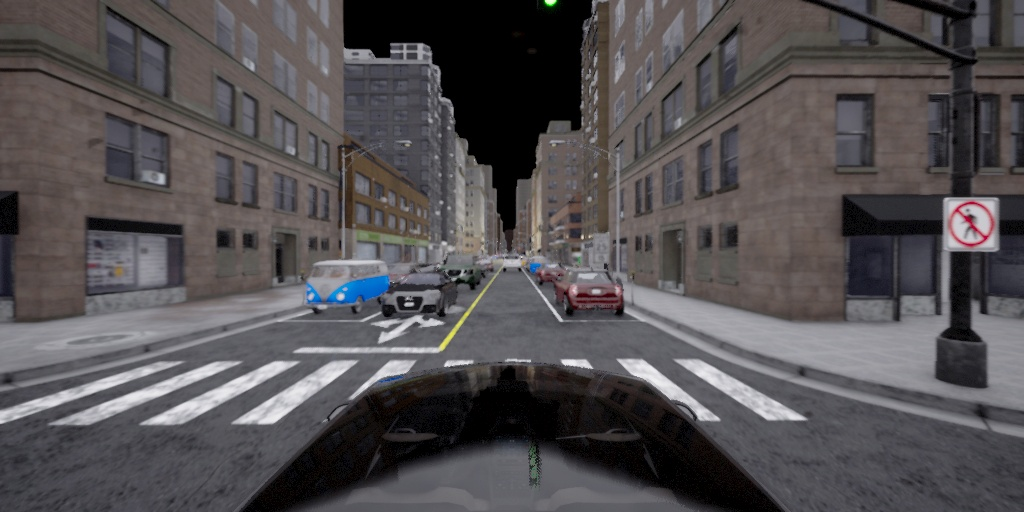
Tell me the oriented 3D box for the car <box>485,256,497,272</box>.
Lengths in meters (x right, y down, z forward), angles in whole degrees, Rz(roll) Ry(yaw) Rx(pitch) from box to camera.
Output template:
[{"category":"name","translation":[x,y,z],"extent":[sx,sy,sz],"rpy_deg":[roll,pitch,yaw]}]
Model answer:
[{"category":"car","translation":[-3.107,1.095,42.059],"extent":[1.812,1.442,4.674],"rpy_deg":[0,0,0]}]

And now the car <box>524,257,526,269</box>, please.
[{"category":"car","translation":[2.612,1.096,41.737],"extent":[1.751,1.417,4.829],"rpy_deg":[0,0,0]}]

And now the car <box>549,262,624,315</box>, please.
[{"category":"car","translation":[2.654,1.139,13.221],"extent":[1.967,1.591,4.097],"rpy_deg":[0,0,0]}]

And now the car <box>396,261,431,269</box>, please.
[{"category":"car","translation":[-5.880,1.116,18.875],"extent":[1.967,1.591,4.097],"rpy_deg":[0,0,0]}]

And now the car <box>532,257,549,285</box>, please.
[{"category":"car","translation":[2.637,1.089,24.560],"extent":[1.967,1.591,4.097],"rpy_deg":[0,0,0]}]

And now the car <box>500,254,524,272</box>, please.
[{"category":"car","translation":[0.039,0.783,43.252],"extent":[2.150,2.045,5.566],"rpy_deg":[0,0,0]}]

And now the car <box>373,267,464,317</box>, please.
[{"category":"car","translation":[-3.115,1.266,12.859],"extent":[1.994,1.385,4.181],"rpy_deg":[0,0,0]}]

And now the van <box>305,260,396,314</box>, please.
[{"category":"van","translation":[-5.872,1.042,13.207],"extent":[1.690,1.789,3.998],"rpy_deg":[0,0,0]}]

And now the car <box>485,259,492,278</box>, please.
[{"category":"car","translation":[-3.137,1.217,31.958],"extent":[1.895,1.301,4.718],"rpy_deg":[0,0,0]}]

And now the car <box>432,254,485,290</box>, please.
[{"category":"car","translation":[-3.124,0.882,22.165],"extent":[2.150,2.045,5.566],"rpy_deg":[0,0,0]}]

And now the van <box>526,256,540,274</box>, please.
[{"category":"van","translation":[2.620,0.938,35.898],"extent":[1.690,1.789,3.998],"rpy_deg":[0,0,0]}]
